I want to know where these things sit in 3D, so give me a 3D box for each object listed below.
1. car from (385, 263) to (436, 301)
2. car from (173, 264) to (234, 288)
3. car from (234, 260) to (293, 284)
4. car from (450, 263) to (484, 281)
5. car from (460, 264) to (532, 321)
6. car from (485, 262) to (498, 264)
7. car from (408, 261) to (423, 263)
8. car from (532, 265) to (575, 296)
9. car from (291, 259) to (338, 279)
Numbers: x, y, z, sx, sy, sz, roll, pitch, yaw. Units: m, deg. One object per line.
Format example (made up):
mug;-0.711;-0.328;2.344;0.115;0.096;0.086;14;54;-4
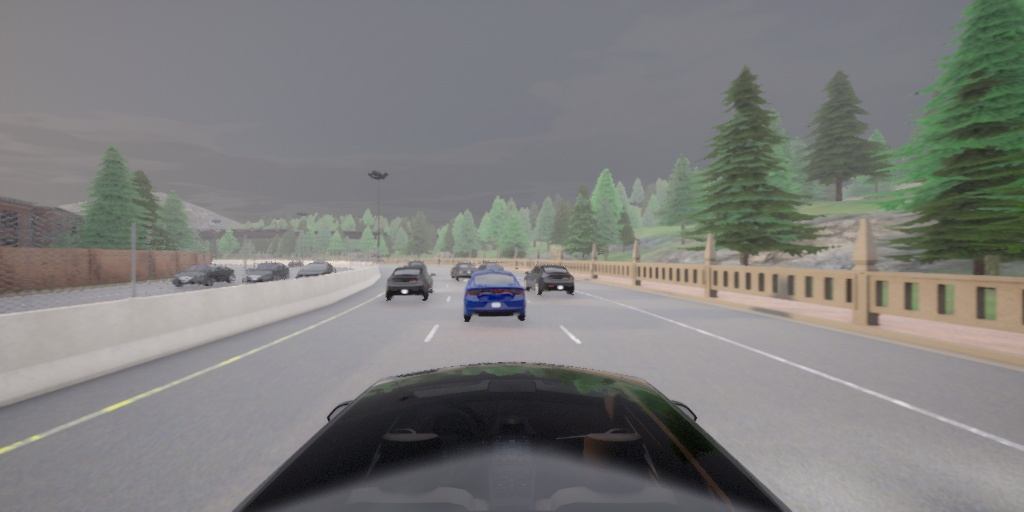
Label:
car;-4.908;1.252;17.561;1.837;1.490;4.892;0;0;-9
car;-20.971;1.288;24.658;2.128;1.511;4.902;0;0;-16
car;-17.789;1.274;26.221;2.128;1.511;4.902;0;0;-16
car;-3.969;1.276;29.686;2.033;1.411;5.357;0;0;-16
car;-0.681;1.216;12.519;1.882;1.535;5.008;0;0;-6
car;-2.154;1.279;35.405;1.994;1.385;4.181;0;0;-18
car;-9.445;1.246;35.148;1.837;1.490;4.892;0;0;-19
car;1.897;1.226;19.277;1.837;1.490;4.892;0;0;-9
car;-14.159;1.247;26.262;1.882;1.535;5.008;0;0;-16
